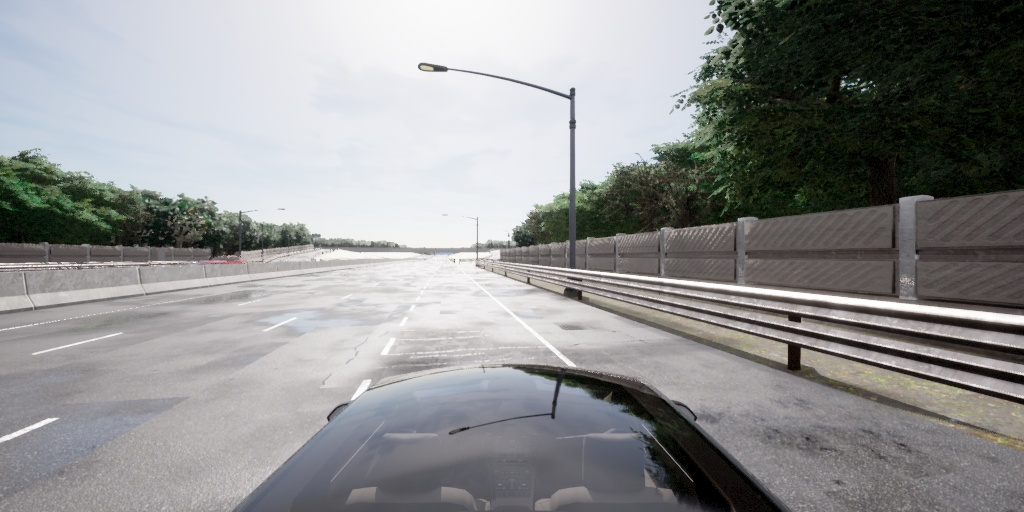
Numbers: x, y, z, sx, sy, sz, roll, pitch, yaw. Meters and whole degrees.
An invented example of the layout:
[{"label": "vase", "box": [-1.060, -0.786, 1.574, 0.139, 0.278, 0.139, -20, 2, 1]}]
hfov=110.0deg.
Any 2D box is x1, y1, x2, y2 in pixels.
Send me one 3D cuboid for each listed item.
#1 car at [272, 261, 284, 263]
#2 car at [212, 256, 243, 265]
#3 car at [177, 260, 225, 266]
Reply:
[{"label": "car", "box": [-34.310, 1.363, 53.072, 1.994, 1.385, 4.181, 0, 0, -10]}, {"label": "car", "box": [-36.518, 1.010, 45.470, 2.150, 2.045, 5.566, 0, 0, -10]}, {"label": "car", "box": [-26.418, 1.310, 29.290, 2.033, 1.411, 5.357, 0, 0, -11]}]
